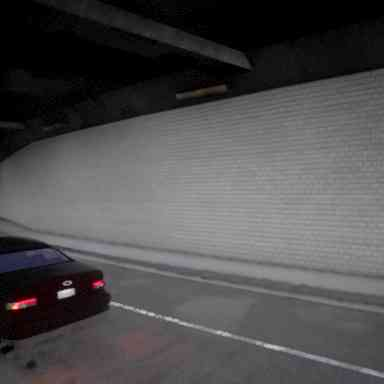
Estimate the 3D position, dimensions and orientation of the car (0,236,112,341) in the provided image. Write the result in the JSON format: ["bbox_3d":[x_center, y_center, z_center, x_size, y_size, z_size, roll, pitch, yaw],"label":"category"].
[{"bbox_3d":[-3.895,1.607,6.585,5.357,1.411,2.033,-1,-1,38],"label":"car"}]
